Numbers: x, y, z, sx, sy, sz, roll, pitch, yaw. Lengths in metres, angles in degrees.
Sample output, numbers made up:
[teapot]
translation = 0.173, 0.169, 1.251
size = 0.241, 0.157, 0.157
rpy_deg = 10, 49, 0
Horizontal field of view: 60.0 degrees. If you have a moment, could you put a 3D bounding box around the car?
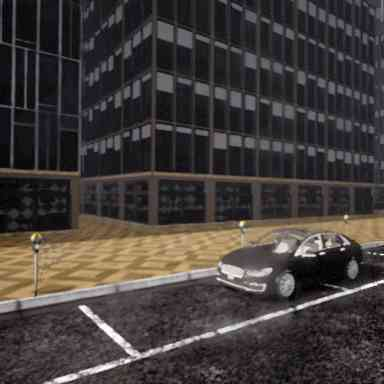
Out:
[car]
translation = 2.622, 1.606, 8.419
size = 4.403, 1.369, 2.008
rpy_deg = 1, 0, -35
